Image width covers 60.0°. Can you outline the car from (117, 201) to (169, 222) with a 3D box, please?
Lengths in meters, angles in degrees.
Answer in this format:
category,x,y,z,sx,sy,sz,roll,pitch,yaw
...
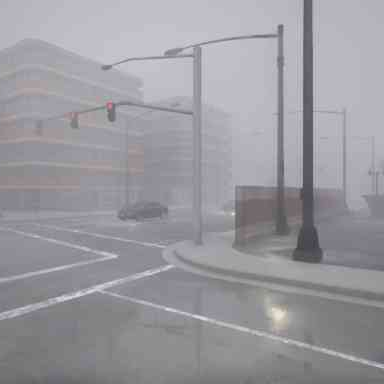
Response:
category,x,y,z,sx,sy,sz,roll,pitch,yaw
car,-3.833,1.503,26.679,1.837,1.490,4.892,0,0,35

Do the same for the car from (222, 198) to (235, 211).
category,x,y,z,sx,sy,sz,roll,pitch,yaw
car,5.342,1.500,39.995,1.837,1.490,4.892,0,1,35
